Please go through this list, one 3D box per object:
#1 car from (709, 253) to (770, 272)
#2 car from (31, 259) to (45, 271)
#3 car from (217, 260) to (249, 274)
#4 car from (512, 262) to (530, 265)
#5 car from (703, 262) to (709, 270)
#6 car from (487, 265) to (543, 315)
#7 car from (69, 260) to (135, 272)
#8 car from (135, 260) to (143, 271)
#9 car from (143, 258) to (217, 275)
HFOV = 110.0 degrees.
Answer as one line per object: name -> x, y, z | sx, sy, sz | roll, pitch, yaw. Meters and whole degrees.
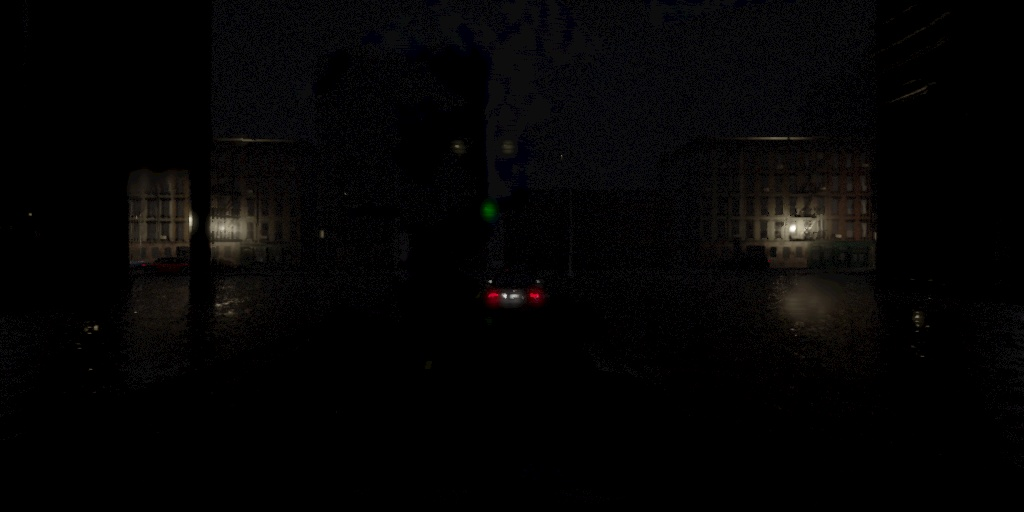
car -> 26.111, 0.711, 40.771 | 5.566, 2.045, 2.150 | 0, 0, 0
car -> -50.932, 1.193, 37.300 | 4.181, 1.385, 1.994 | 0, 0, 0
car -> -30.578, 1.133, 37.235 | 5.357, 1.411, 2.033 | 0, 0, 0
car -> 0.702, 1.162, 27.711 | 1.994, 1.385, 4.181 | 0, 1, 10
car -> 26.129, 1.002, 44.016 | 4.892, 1.490, 1.837 | 0, 0, 0
car -> 0.098, 1.231, 13.136 | 2.033, 1.411, 5.357 | 0, 0, 0
car -> -46.349, 0.971, 40.593 | 4.553, 1.767, 2.097 | 0, 0, 0
car -> -46.860, 1.176, 43.821 | 5.357, 1.411, 2.033 | 0, 0, 0
car -> -31.391, 0.932, 33.987 | 4.553, 1.767, 2.097 | 0, 0, 0
